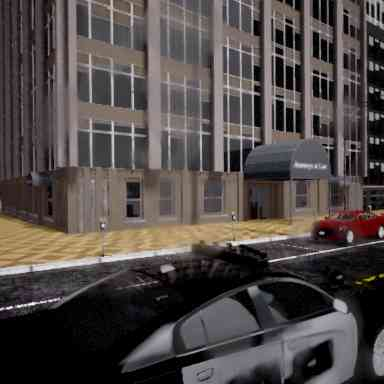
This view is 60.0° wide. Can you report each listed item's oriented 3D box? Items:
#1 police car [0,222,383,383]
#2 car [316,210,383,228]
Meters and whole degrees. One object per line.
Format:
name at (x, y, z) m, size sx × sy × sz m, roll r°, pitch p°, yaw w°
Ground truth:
police car at (0.513, 1.424, 3.801) m, size 5.238 × 1.638 × 1.930 m, roll 0°, pitch 0°, yaw -36°
car at (7.474, 1.542, 15.764) m, size 4.507 × 1.381 × 1.887 m, roll 0°, pitch -1°, yaw -35°
